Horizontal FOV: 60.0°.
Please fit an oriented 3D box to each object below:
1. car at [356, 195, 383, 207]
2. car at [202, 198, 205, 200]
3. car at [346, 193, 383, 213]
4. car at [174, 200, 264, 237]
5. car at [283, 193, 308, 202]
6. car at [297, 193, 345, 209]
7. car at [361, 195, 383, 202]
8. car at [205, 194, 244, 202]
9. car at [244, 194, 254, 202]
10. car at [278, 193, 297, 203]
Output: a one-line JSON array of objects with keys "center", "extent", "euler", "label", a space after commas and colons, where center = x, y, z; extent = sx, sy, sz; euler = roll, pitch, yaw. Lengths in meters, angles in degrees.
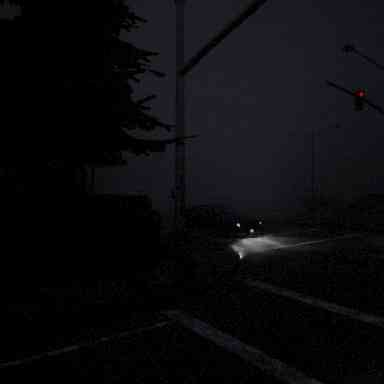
[{"center": [26.367, 1.283, 47.868], "extent": [2.007, 1.523, 4.514], "euler": [0, 0, -36], "label": "car"}, {"center": [3.208, 1.222, 53.069], "extent": [1.970, 1.475, 3.806], "euler": [0, 0, -36], "label": "car"}, {"center": [17.790, 1.067, 32.851], "extent": [1.905, 1.878, 3.866], "euler": [0, 0, -36], "label": "car"}, {"center": [1.138, 1.353, 17.076], "extent": [2.033, 1.411, 5.357], "euler": [0, 0, -36], "label": "car"}, {"center": [20.711, 1.081, 66.610], "extent": [1.932, 1.855, 4.605], "euler": [0, 0, -36], "label": "car"}, {"center": [15.850, 1.087, 41.155], "extent": [1.932, 1.855, 4.605], "euler": [0, 0, -36], "label": "car"}, {"center": [37.787, 1.363, 69.613], "extent": [1.970, 1.475, 3.806], "euler": [0, 0, -36], "label": "car"}, {"center": [4.363, 1.289, 45.210], "extent": [2.007, 1.523, 4.514], "euler": [0, 0, -36], "label": "car"}, {"center": [8.222, 1.142, 57.087], "extent": [2.152, 1.636, 5.027], "euler": [0, 0, -36], "label": "car"}, {"center": [18.596, 1.061, 64.575], "extent": [1.905, 1.878, 3.866], "euler": [0, 0, -36], "label": "car"}]
